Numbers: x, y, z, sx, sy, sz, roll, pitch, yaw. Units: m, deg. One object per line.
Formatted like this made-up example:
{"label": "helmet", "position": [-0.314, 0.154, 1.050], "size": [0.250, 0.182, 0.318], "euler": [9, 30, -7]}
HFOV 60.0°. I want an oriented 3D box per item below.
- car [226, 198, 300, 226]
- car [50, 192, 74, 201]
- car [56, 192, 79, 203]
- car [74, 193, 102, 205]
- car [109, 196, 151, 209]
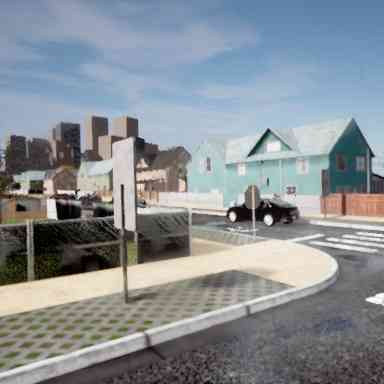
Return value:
{"label": "car", "position": [4.109, 1.126, 19.976], "size": [1.837, 1.490, 4.892], "euler": [-2, 2, -36]}
{"label": "car", "position": [-17.793, 0.929, 45.146], "size": [1.882, 1.535, 5.008], "euler": [-2, 1, -36]}
{"label": "car", "position": [-19.682, 0.805, 52.401], "size": [2.128, 1.511, 4.902], "euler": [-2, 2, -36]}
{"label": "car", "position": [-13.534, 0.882, 44.094], "size": [2.128, 1.511, 4.902], "euler": [-2, 2, -35]}
{"label": "car", "position": [-5.269, 0.968, 27.939], "size": [2.097, 1.767, 4.553], "euler": [-2, 2, -36]}
